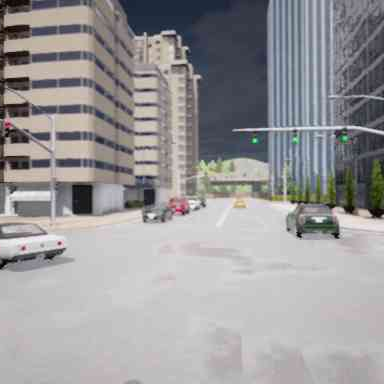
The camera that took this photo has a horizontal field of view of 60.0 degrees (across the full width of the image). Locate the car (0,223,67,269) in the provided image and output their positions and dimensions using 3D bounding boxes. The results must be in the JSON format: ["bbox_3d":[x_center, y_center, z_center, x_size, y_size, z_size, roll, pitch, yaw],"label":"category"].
[{"bbox_3d":[-6.551,1.716,11.528,4.718,1.301,1.895,-1,0,33],"label":"car"}]

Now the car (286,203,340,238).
[{"bbox_3d":[6.498,1.440,18.375,2.097,1.767,4.553,0,-1,8],"label":"car"}]

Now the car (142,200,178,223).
[{"bbox_3d":[-2.891,1.757,28.745,2.128,1.511,4.902,0,0,8],"label":"car"}]

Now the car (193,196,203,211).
[{"bbox_3d":[-0.148,1.637,48.606,2.150,2.045,5.566,0,0,9],"label":"car"}]

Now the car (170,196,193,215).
[{"bbox_3d":[-1.603,1.559,38.232,2.150,2.045,5.566,0,-1,8],"label":"car"}]

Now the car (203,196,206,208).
[{"bbox_3d":[1.322,1.717,59.192,2.150,2.045,5.566,0,0,8],"label":"car"}]

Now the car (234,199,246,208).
[{"bbox_3d":[8.234,1.925,57.297,1.882,1.535,5.008,0,0,8],"label":"car"}]

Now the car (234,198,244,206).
[{"bbox_3d":[9.735,2.077,69.154,2.033,1.411,5.357,0,0,8],"label":"car"}]
